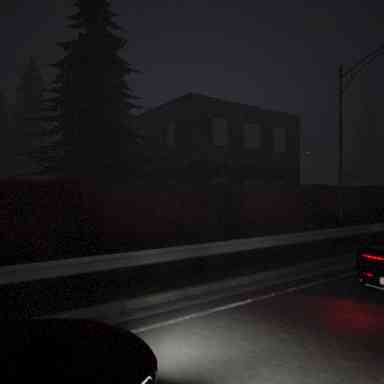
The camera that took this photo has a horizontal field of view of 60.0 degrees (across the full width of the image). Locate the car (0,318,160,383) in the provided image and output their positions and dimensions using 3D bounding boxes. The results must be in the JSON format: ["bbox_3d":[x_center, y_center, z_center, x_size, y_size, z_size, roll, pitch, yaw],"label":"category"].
[{"bbox_3d":[-2.391,1.526,2.046,4.674,1.442,1.812,0,0,-36],"label":"car"}]

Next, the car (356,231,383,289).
[{"bbox_3d":[5.814,1.503,7.900,4.892,1.490,1.837,0,0,-35],"label":"car"}]
